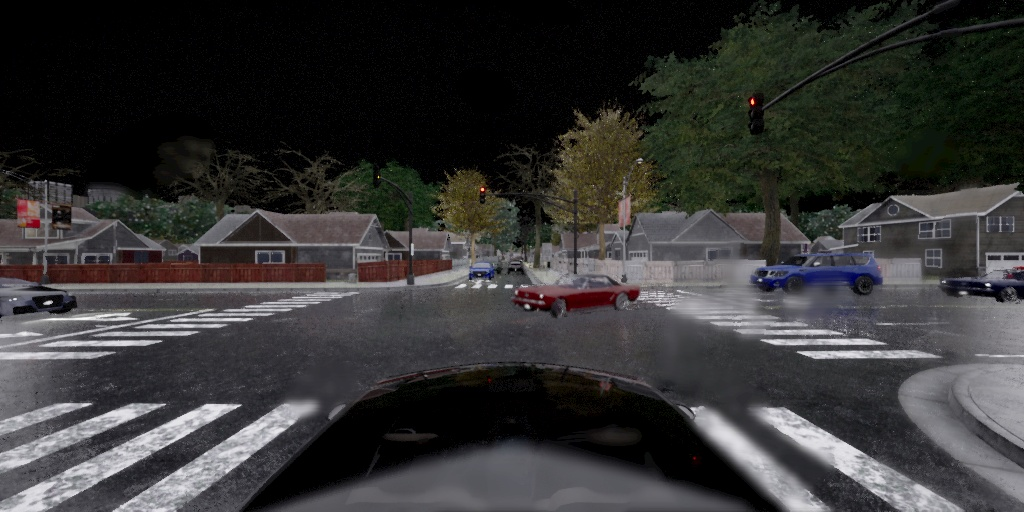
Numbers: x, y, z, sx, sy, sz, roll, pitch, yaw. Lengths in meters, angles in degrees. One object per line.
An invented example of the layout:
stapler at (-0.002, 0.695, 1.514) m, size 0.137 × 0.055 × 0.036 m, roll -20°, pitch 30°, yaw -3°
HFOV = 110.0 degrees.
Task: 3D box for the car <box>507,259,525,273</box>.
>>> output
car at (0.462, 1.278, 43.060) m, size 1.837 × 1.490 × 4.892 m, roll 0°, pitch 0°, yaw 1°

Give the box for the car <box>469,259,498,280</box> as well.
car at (-2.589, 1.241, 31.401) m, size 1.882 × 1.535 × 5.008 m, roll 0°, pitch 0°, yaw 1°

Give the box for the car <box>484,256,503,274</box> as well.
car at (-2.394, 0.993, 41.637) m, size 2.150 × 2.045 × 5.566 m, roll 0°, pitch 0°, yaw 1°

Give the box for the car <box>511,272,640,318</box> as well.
car at (2.334, 1.330, 12.902) m, size 4.718 × 1.301 × 1.895 m, roll 0°, pitch 0°, yaw -32°

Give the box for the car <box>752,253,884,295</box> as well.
car at (15.476, 0.868, 18.312) m, size 5.566 × 2.045 × 2.150 m, roll 0°, pitch 0°, yaw 1°

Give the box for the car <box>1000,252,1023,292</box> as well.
car at (28.897, 0.794, 18.078) m, size 5.566 × 2.045 × 2.150 m, roll 0°, pitch 0°, yaw 1°

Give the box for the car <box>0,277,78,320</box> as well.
car at (-17.596, 1.410, 12.128) m, size 4.181 × 1.385 × 1.994 m, roll 0°, pitch 0°, yaw 1°

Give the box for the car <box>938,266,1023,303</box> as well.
car at (21.101, 1.218, 14.959) m, size 4.718 × 1.301 × 1.895 m, roll 0°, pitch 0°, yaw 1°
